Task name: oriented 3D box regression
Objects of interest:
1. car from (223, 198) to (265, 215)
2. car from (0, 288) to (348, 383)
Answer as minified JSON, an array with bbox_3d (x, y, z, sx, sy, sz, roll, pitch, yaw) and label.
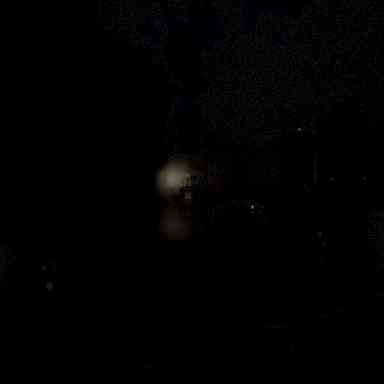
[{"bbox_3d":[5.169,1.400,33.313,2.097,1.767,4.553,1,-1,-35],"label":"car"},{"bbox_3d":[-0.620,1.566,2.360,4.313,1.339,1.947,0,0,-35],"label":"car"}]
